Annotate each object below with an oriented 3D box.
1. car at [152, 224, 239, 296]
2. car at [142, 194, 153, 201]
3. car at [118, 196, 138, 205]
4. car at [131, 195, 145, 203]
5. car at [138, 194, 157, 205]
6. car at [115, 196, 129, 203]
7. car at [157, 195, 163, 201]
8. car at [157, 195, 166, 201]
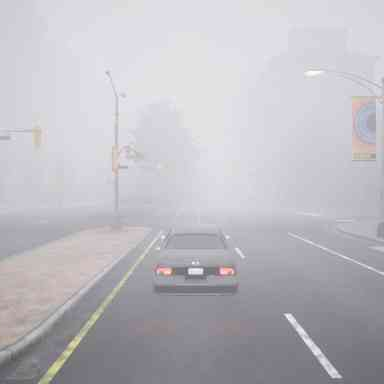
[{"bbox_3d":[0.086,1.547,8.801,2.033,1.411,5.357,0,0,0],"label":"car"},{"bbox_3d":[-11.384,1.355,85.380,2.097,1.767,4.553,0,0,0],"label":"car"},{"bbox_3d":[-11.488,1.491,59.647,2.128,1.511,4.902,0,0,0],"label":"car"},{"bbox_3d":[-11.404,1.525,70.912,2.128,1.511,4.902,0,0,0],"label":"car"},{"bbox_3d":[-7.993,1.563,59.923,1.994,1.385,4.181,0,0,0],"label":"car"},{"bbox_3d":[-14.656,1.595,69.450,1.895,1.301,4.718,0,0,0],"label":"car"},{"bbox_3d":[-7.902,1.524,72.631,1.812,1.442,4.674,0,0,0],"label":"car"},{"bbox_3d":[-7.882,1.500,86.850,1.837,1.490,4.892,0,0,0],"label":"car"}]
